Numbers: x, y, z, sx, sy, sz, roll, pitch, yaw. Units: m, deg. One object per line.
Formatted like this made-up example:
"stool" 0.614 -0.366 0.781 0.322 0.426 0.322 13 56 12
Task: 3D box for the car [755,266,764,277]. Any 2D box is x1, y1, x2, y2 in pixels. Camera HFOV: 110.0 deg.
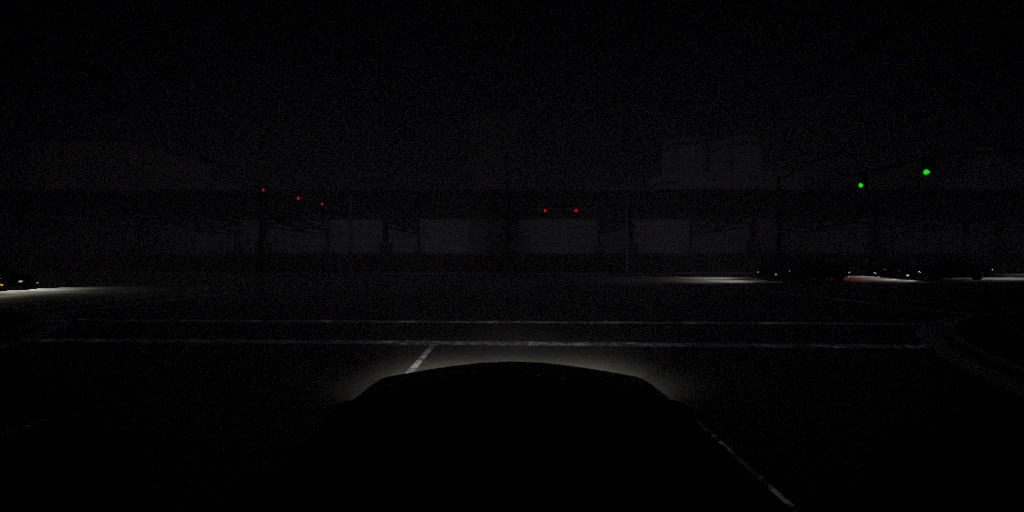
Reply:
"car" 23.117 1.056 30.046 4.902 1.511 2.128 -1 0 2

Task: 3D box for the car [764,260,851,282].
"car" 22.060 1.070 26.566 4.902 1.511 2.128 -1 0 1

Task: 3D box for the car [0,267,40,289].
"car" -30.371 1.292 20.787 4.181 1.385 1.994 0 0 2

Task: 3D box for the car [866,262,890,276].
"car" 32.872 0.991 29.785 5.357 1.411 2.033 -1 0 1

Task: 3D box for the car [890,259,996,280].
"car" 31.768 1.010 26.315 5.357 1.411 2.033 -1 0 1
